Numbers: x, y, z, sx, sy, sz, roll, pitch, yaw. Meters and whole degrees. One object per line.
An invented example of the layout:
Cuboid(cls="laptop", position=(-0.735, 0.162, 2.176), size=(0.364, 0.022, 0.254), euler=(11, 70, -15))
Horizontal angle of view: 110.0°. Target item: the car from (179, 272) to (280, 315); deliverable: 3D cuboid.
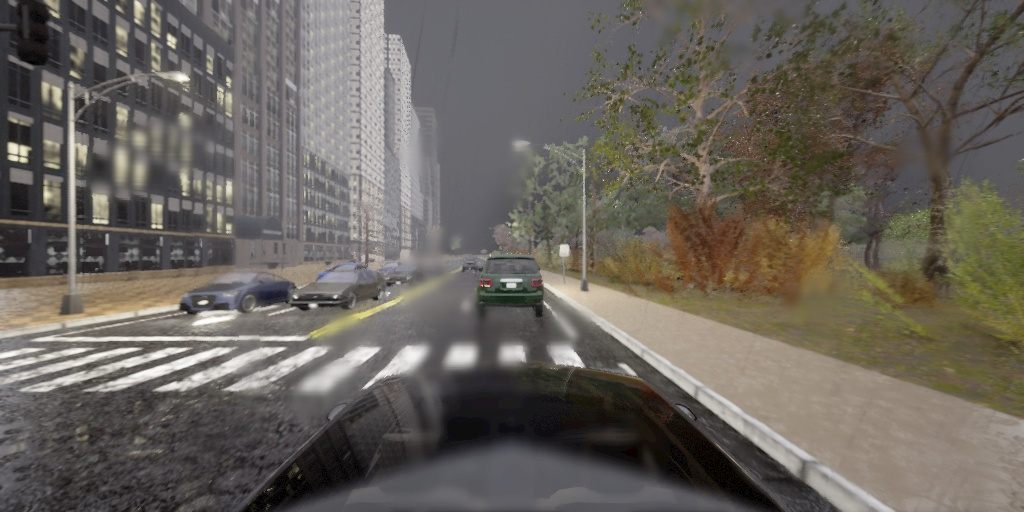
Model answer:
Cuboid(cls="car", position=(-10.040, 1.318, 13.601), size=(1.994, 1.385, 4.181), euler=(0, 0, -2))

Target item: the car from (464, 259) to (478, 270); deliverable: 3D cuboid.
Cuboid(cls="car", position=(-6.134, 1.261, 54.244), size=(2.033, 1.411, 5.357), euler=(0, 0, -6))

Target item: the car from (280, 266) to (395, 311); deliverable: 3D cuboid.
Cuboid(cls="car", position=(-6.813, 1.298, 14.836), size=(2.033, 1.411, 5.357), euler=(0, 0, -1))

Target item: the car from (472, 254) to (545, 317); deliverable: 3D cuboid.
Cuboid(cls="car", position=(-0.083, 0.966, 13.347), size=(2.150, 2.045, 5.566), euler=(0, 0, -1))

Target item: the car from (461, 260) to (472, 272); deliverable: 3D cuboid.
Cuboid(cls="car", position=(-5.160, 1.227, 44.246), size=(1.837, 1.490, 4.892), euler=(0, 0, -5))

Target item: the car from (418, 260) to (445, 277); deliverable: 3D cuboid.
Cuboid(cls="car", position=(-7.674, 1.298, 34.717), size=(1.994, 1.385, 4.181), euler=(0, 0, -4))

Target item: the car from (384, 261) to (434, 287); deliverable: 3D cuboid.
Cuboid(cls="car", position=(-7.152, 1.290, 24.903), size=(2.033, 1.411, 5.357), euler=(0, 0, -2))

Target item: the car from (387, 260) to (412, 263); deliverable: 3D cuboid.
Cuboid(cls="car", position=(-10.793, 1.265, 32.648), size=(1.812, 1.442, 4.674), euler=(0, 0, -3))

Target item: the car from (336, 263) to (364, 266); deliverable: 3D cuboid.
Cuboid(cls="car", position=(-10.325, 1.226, 22.515), size=(1.882, 1.535, 5.008), euler=(0, 0, -2))
